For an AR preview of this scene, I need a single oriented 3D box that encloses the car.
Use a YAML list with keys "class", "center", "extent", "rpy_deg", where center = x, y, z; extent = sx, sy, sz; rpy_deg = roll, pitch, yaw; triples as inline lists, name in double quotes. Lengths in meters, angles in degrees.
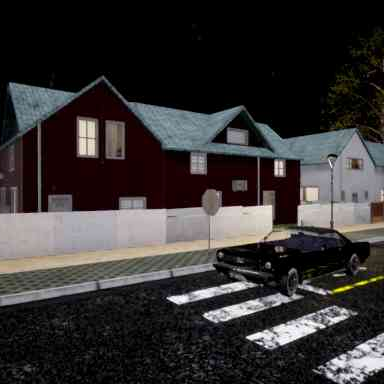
- class: "car"
  center: [2.803, 1.630, 8.867]
  extent: [4.718, 1.301, 1.895]
  rpy_deg: [0, 0, -39]
